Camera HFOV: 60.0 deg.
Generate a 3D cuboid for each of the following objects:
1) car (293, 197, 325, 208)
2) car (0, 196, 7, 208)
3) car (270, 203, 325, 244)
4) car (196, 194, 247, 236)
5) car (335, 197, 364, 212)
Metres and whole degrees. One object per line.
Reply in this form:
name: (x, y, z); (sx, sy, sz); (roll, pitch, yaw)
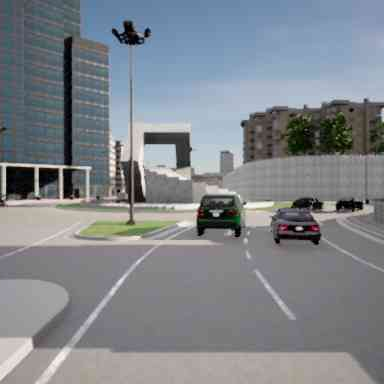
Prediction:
car: (12.331, 1.284, 35.148); (1.837, 1.490, 4.892); (1, 1, 44)
car: (-24.464, 1.246, 41.536); (1.837, 1.490, 4.892); (1, -1, -37)
car: (4.664, 1.451, 15.360); (2.033, 1.411, 5.357); (0, 0, 12)
car: (1.691, 1.110, 17.934); (2.150, 2.045, 5.566); (0, 1, 12)
car: (16.480, 1.274, 34.715); (2.128, 1.511, 4.902); (0, 1, 40)
